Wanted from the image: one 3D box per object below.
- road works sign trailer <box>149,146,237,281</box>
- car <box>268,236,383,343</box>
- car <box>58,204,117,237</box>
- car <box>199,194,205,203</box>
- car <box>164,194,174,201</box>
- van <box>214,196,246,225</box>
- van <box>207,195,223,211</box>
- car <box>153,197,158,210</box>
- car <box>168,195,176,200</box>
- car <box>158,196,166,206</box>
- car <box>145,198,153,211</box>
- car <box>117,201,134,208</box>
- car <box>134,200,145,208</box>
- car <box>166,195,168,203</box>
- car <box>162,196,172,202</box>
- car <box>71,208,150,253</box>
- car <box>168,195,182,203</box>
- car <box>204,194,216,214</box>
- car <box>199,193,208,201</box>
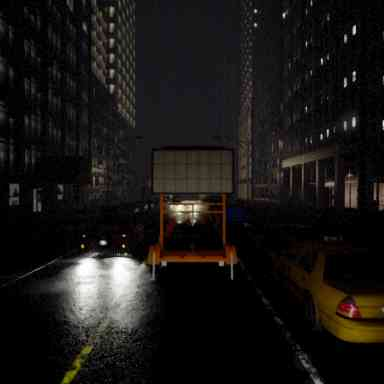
[{"bbox_3d":[0.025,0.461,9.839,2.380,3.560,2.880,0,0,0],"label":"road works sign trailer"},{"bbox_3d":[2.696,1.523,6.600,1.752,1.417,4.829,-1,0,0],"label":"car"},{"bbox_3d":[-5.661,1.545,17.815,2.008,1.369,4.403,-1,0,0],"label":"car"},{"bbox_3d":[2.814,1.529,63.266,2.008,1.369,4.403,-1,0,0],"label":"car"},{"bbox_3d":[-5.532,1.412,80.335,1.967,1.590,4.097,-1,0,0],"label":"car"},{"bbox_3d":[2.729,1.333,23.481,1.690,1.788,3.998,-1,0,0],"label":"van"},{"bbox_3d":[2.765,1.328,40.532,1.690,1.788,3.998,-1,0,0],"label":"van"},{"bbox_3d":[-5.614,1.569,40.550,1.802,1.307,4.206,-1,0,0],"label":"car"},{"bbox_3d":[-5.508,1.493,91.533,1.752,1.417,4.829,-1,0,0],"label":"car"},{"bbox_3d":[-5.591,1.534,51.917,2.008,1.369,4.403,-1,0,0],"label":"car"},{"bbox_3d":[-5.626,1.539,34.866,2.008,1.369,4.403,-1,0,0],"label":"car"},{"bbox_3d":[-5.649,1.558,23.499,1.947,1.339,4.313,-1,0,0],"label":"car"},{"bbox_3d":[-5.637,1.535,29.182,1.887,1.381,4.507,-1,0,0],"label":"car"},{"bbox_3d":[-5.567,1.529,63.284,2.008,1.369,4.403,-1,0,0],"label":"car"},{"bbox_3d":[-5.543,1.556,74.651,1.802,1.307,4.206,-1,0,0],"label":"car"},{"bbox_3d":[-3.073,1.559,13.478,1.994,1.385,4.181,0,0,0],"label":"car"},{"bbox_3d":[-2.878,1.494,61.096,1.837,1.490,4.892,0,0,0],"label":"car"},{"bbox_3d":[2.752,1.304,34.849,2.192,1.841,5.009,-1,0,0],"label":"car"},{"bbox_3d":[2.859,1.285,86.001,2.192,1.841,5.009,-1,0,0],"label":"car"}]
